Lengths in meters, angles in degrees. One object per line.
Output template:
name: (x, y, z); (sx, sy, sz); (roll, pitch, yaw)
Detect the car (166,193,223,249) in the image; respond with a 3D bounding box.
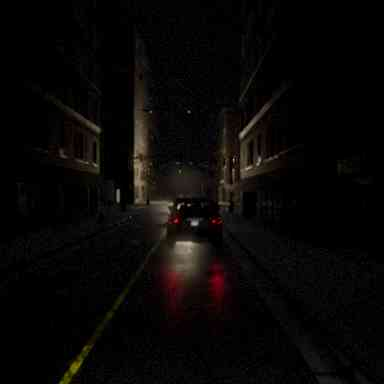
car: (0.098, 1.208, 14.608); (2.150, 2.045, 5.566); (0, 0, 0)

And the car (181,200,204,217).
car: (-0.009, 1.504, 31.804); (2.033, 1.411, 5.357); (0, 0, -2)
